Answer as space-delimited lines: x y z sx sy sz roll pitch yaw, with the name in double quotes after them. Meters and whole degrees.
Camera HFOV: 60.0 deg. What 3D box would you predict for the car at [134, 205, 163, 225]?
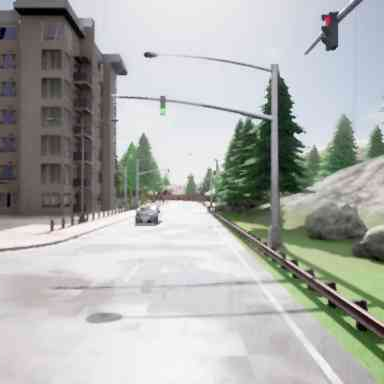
-3.498 1.851 27.247 2.128 1.511 4.902 0 0 0 "car"
